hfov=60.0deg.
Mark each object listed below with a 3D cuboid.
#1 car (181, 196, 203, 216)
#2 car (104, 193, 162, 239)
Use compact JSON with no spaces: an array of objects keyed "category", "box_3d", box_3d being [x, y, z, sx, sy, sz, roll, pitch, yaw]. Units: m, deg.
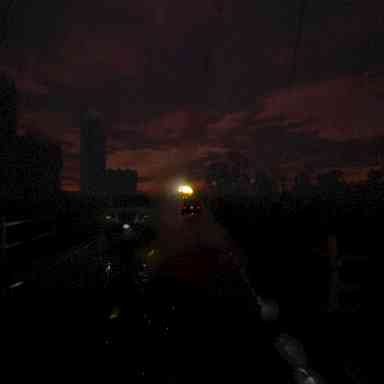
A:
[{"category":"car","box_3d":[-0.002,1.313,29.863,2.033,1.411,5.357,0,0,0]},{"category":"car","box_3d":[-2.758,1.072,16.715,2.150,2.045,5.566,0,0,0]}]
